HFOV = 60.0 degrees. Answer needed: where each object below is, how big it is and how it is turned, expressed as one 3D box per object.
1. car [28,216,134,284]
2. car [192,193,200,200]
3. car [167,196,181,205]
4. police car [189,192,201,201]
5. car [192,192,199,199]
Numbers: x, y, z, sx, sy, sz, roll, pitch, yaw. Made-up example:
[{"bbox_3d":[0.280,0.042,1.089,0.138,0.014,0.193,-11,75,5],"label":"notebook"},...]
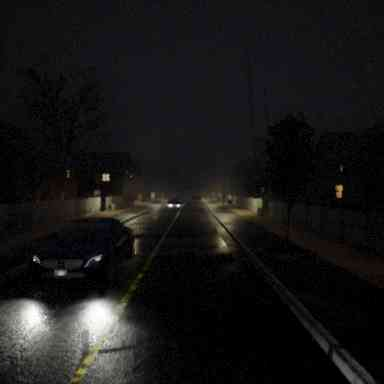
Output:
[{"bbox_3d":[-2.834,1.472,9.509,1.812,1.442,4.674,0,0,0],"label":"car"},{"bbox_3d":[0.955,0.960,79.989,1.801,1.575,5.366,0,0,0],"label":"car"},{"bbox_3d":[-2.735,1.252,52.328,1.994,1.385,4.181,0,0,0],"label":"car"},{"bbox_3d":[0.938,0.998,69.906,1.930,1.638,5.238,0,0,0],"label":"police car"},{"bbox_3d":[0.965,0.919,85.989,1.801,1.575,5.366,0,0,0],"label":"car"}]
